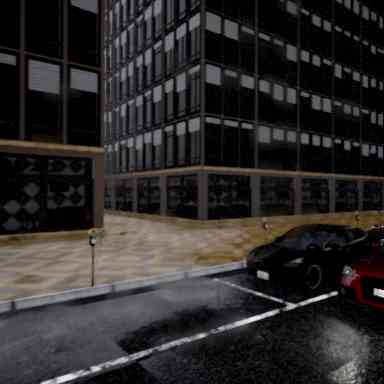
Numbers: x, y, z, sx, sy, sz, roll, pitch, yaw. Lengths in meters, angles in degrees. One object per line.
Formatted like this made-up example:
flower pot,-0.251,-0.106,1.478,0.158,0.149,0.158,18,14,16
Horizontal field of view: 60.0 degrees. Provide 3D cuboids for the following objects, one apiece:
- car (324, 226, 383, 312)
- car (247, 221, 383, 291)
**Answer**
car,4.883,1.558,6.855,4.181,1.385,1.994,0,0,-35
car,3.428,1.560,9.001,4.313,1.339,1.947,0,0,-36
